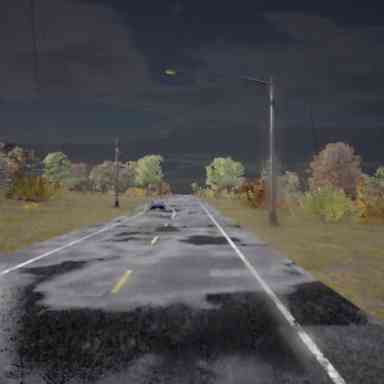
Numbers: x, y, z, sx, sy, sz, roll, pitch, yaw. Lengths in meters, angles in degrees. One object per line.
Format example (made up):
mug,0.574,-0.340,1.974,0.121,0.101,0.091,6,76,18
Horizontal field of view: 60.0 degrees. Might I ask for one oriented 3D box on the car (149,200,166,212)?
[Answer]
car,-4.084,1.625,39.813,1.895,1.301,4.718,0,0,-5
